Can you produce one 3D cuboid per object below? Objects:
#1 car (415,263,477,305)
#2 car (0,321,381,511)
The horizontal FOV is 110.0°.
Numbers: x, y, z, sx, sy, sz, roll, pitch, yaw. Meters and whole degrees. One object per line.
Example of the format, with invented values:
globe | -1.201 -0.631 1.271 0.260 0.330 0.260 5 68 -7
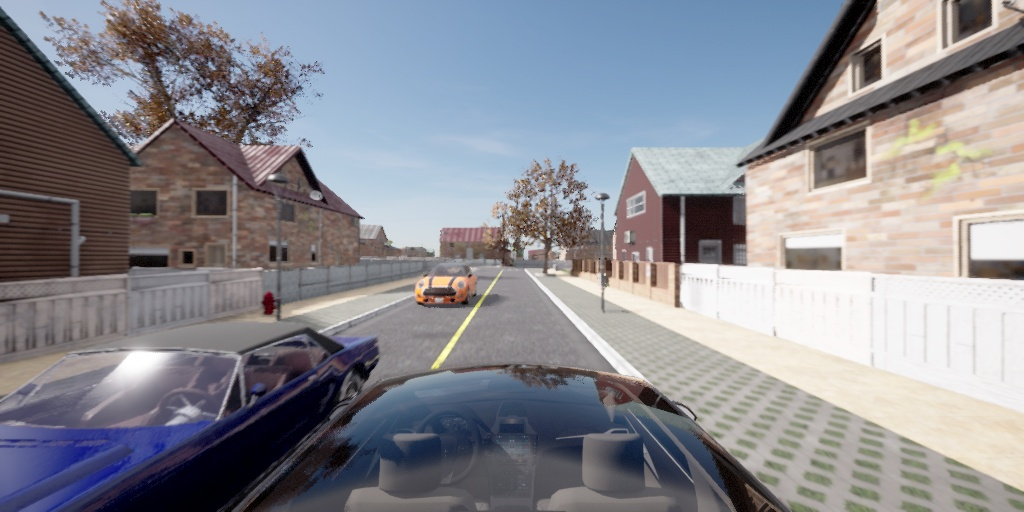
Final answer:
car | -2.769 1.112 15.953 2.097 1.767 4.553 0 0 0
car | -2.839 1.352 2.974 1.895 1.301 4.718 0 0 0
